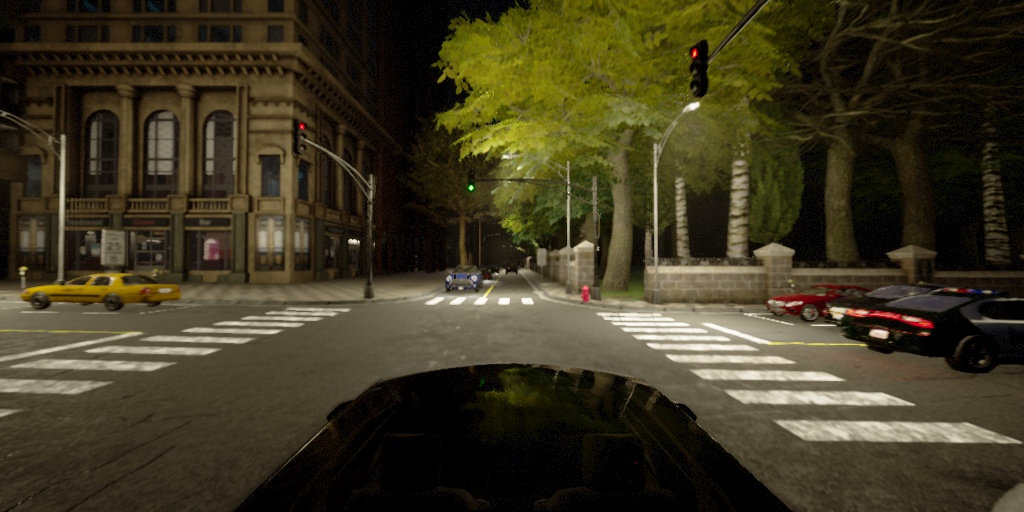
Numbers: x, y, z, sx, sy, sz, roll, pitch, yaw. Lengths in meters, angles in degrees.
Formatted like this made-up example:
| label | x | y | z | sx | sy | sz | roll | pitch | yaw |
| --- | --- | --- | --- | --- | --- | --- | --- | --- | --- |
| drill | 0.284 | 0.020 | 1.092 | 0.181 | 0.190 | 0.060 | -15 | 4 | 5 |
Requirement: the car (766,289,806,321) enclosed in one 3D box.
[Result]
| label | x | y | z | sx | sy | sz | roll | pitch | yaw |
| --- | --- | --- | --- | --- | --- | --- | --- | --- | --- |
| car | 11.885 | 1.718 | 13.389 | 4.207 | 1.307 | 1.802 | 0 | 0 | 0 |

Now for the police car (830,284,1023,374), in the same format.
| label | x | y | z | sx | sy | sz | roll | pitch | yaw |
| --- | --- | --- | --- | --- | --- | --- | --- | --- | --- |
| police car | 10.235 | 1.520 | 7.644 | 4.974 | 1.542 | 2.038 | 1 | -1 | 0 |

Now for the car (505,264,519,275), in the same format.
| label | x | y | z | sx | sy | sz | roll | pitch | yaw |
| --- | --- | --- | --- | --- | --- | --- | --- | --- | --- |
| car | -0.025 | 2.004 | 54.082 | 1.837 | 1.490 | 4.892 | 0 | -1 | 0 |

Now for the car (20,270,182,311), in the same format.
| label | x | y | z | sx | sy | sz | roll | pitch | yaw |
| --- | --- | --- | --- | --- | --- | --- | --- | --- | --- |
| car | -15.371 | 1.233 | 13.486 | 4.829 | 1.417 | 1.751 | 0 | 0 | 0 |

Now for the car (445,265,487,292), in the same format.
| label | x | y | z | sx | sy | sz | roll | pitch | yaw |
| --- | --- | --- | --- | --- | --- | --- | --- | --- | --- |
| car | -3.105 | 1.405 | 24.075 | 2.097 | 1.767 | 4.553 | 0 | -1 | 0 |

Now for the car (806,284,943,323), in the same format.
| label | x | y | z | sx | sy | sz | roll | pitch | yaw |
| --- | --- | --- | --- | --- | --- | --- | --- | --- | --- |
| car | 12.200 | 1.587 | 10.747 | 4.902 | 1.511 | 2.128 | 1 | -1 | -1 |

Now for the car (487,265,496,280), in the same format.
| label | x | y | z | sx | sy | sz | roll | pitch | yaw |
| --- | --- | --- | --- | --- | --- | --- | --- | --- | --- |
| car | -3.096 | 1.820 | 38.115 | 1.994 | 1.385 | 4.181 | 0 | -1 | 1 |

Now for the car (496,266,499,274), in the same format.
| label | x | y | z | sx | sy | sz | roll | pitch | yaw |
| --- | --- | --- | --- | --- | --- | --- | --- | --- | --- |
| car | -3.063 | 2.111 | 56.928 | 1.994 | 1.385 | 4.181 | 0 | -1 | 0 |
